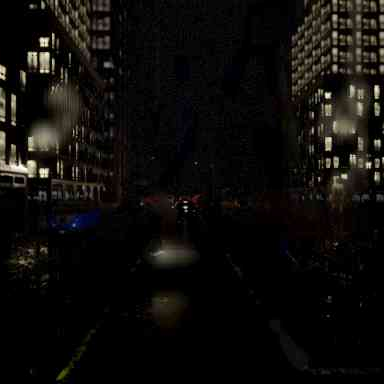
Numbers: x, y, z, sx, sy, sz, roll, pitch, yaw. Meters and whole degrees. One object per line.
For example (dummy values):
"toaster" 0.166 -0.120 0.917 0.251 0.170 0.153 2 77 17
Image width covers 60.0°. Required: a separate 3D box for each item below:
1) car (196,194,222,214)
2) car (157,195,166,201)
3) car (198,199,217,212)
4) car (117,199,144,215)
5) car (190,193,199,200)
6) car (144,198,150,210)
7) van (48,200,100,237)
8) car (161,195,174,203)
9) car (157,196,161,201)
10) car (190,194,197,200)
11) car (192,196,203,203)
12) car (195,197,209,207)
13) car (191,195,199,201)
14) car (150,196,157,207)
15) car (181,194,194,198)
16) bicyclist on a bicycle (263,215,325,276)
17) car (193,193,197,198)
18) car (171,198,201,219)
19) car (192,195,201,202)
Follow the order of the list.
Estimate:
"car" 1.917 1.296 34.327 2.192 1.841 5.009 0 0 -1
"car" -7.637 1.530 83.969 1.802 1.307 4.206 0 0 -1
"car" 1.785 1.523 39.865 1.887 1.381 4.507 0 0 -1
"car" -6.462 1.548 34.129 1.947 1.339 4.313 0 0 -1
"car" 0.612 1.258 89.705 2.192 1.841 5.009 0 0 -1
"car" -6.593 1.529 39.666 2.008 1.369 4.403 0 0 -1
"van" -6.069 1.332 17.516 1.690 1.788 3.998 0 0 -1
"car" -4.552 1.464 65.652 1.837 1.490 4.892 0 0 -1
"car" -7.376 1.538 72.894 1.802 1.307 4.206 0 0 -1
"car" 0.480 1.379 95.243 1.967 1.590 4.097 0 0 -1
"car" 1.133 1.510 67.554 2.008 1.369 4.403 0 0 -1
"car" 1.525 1.536 50.941 1.947 1.339 4.313 0 0 -1
"car" 0.741 1.513 84.167 1.947 1.339 4.313 0 0 -1
"car" -6.853 1.553 50.743 1.802 1.307 4.206 0 0 -1
"car" -1.018 1.450 48.658 1.882 1.535 5.008 0 0 -1
"bicyclist on a bicycle" 2.699 1.425 8.767 1.656 1.620 0.582 0 0 -1
"car" 1.656 1.289 45.403 2.192 1.841 5.009 0 0 -1
"car" -0.547 1.532 28.666 2.033 1.411 5.357 0 0 -1
"car" 0.998 1.480 73.262 1.752 1.417 4.829 0 0 -1
